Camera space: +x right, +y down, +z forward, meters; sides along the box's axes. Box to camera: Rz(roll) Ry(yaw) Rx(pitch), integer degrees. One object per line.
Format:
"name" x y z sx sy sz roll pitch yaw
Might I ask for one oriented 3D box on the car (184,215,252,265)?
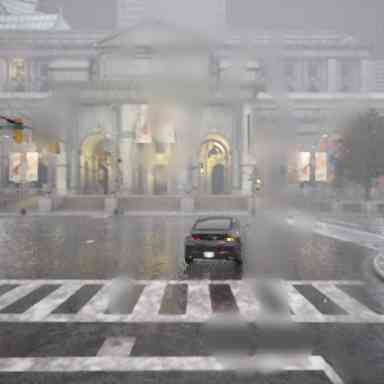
"car" 1.033 1.609 12.179 1.837 1.490 4.892 -1 -1 13
